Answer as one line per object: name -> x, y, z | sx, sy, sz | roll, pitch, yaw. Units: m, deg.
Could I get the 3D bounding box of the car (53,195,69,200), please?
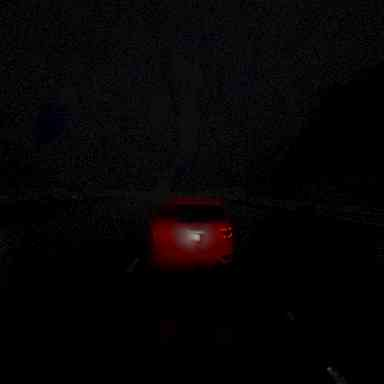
car -> -28.007, 1.347, 71.271 | 2.033, 1.411, 5.357 | 0, 0, 0

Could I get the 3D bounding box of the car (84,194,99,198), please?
car -> -21.007, 1.359, 71.271 | 1.994, 1.385, 4.181 | 0, 0, 0

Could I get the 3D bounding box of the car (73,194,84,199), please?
car -> -24.508, 1.155, 73.175 | 2.097, 1.767, 4.553 | 0, 0, 0

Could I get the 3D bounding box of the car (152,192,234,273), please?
car -> 0.018, 1.154, 10.646 | 2.150, 2.045, 5.566 | 0, 0, 0

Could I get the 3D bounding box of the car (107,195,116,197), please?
car -> -17.508, 1.324, 73.146 | 1.812, 1.442, 4.674 | 0, 0, 0

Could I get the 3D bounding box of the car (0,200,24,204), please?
car -> -17.600, 1.431, 32.551 | 1.994, 1.385, 4.181 | 0, 0, 0
